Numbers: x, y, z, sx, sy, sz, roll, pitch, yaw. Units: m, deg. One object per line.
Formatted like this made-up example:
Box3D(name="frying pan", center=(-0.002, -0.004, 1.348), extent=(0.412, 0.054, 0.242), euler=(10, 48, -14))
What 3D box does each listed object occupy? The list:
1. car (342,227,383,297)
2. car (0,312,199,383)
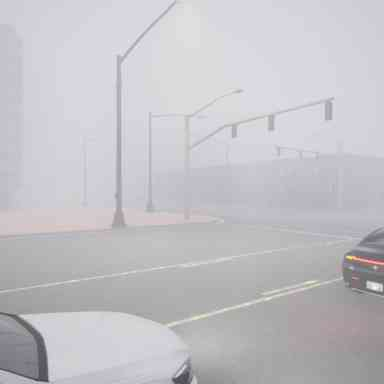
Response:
Box3D(name="car", center=(5.376, 1.505, 7.574), extent=(4.892, 1.490, 1.837), euler=(0, 0, -35))
Box3D(name="car", center=(-2.103, 1.526, 2.248), extent=(4.674, 1.442, 1.812), euler=(0, 0, -35))
